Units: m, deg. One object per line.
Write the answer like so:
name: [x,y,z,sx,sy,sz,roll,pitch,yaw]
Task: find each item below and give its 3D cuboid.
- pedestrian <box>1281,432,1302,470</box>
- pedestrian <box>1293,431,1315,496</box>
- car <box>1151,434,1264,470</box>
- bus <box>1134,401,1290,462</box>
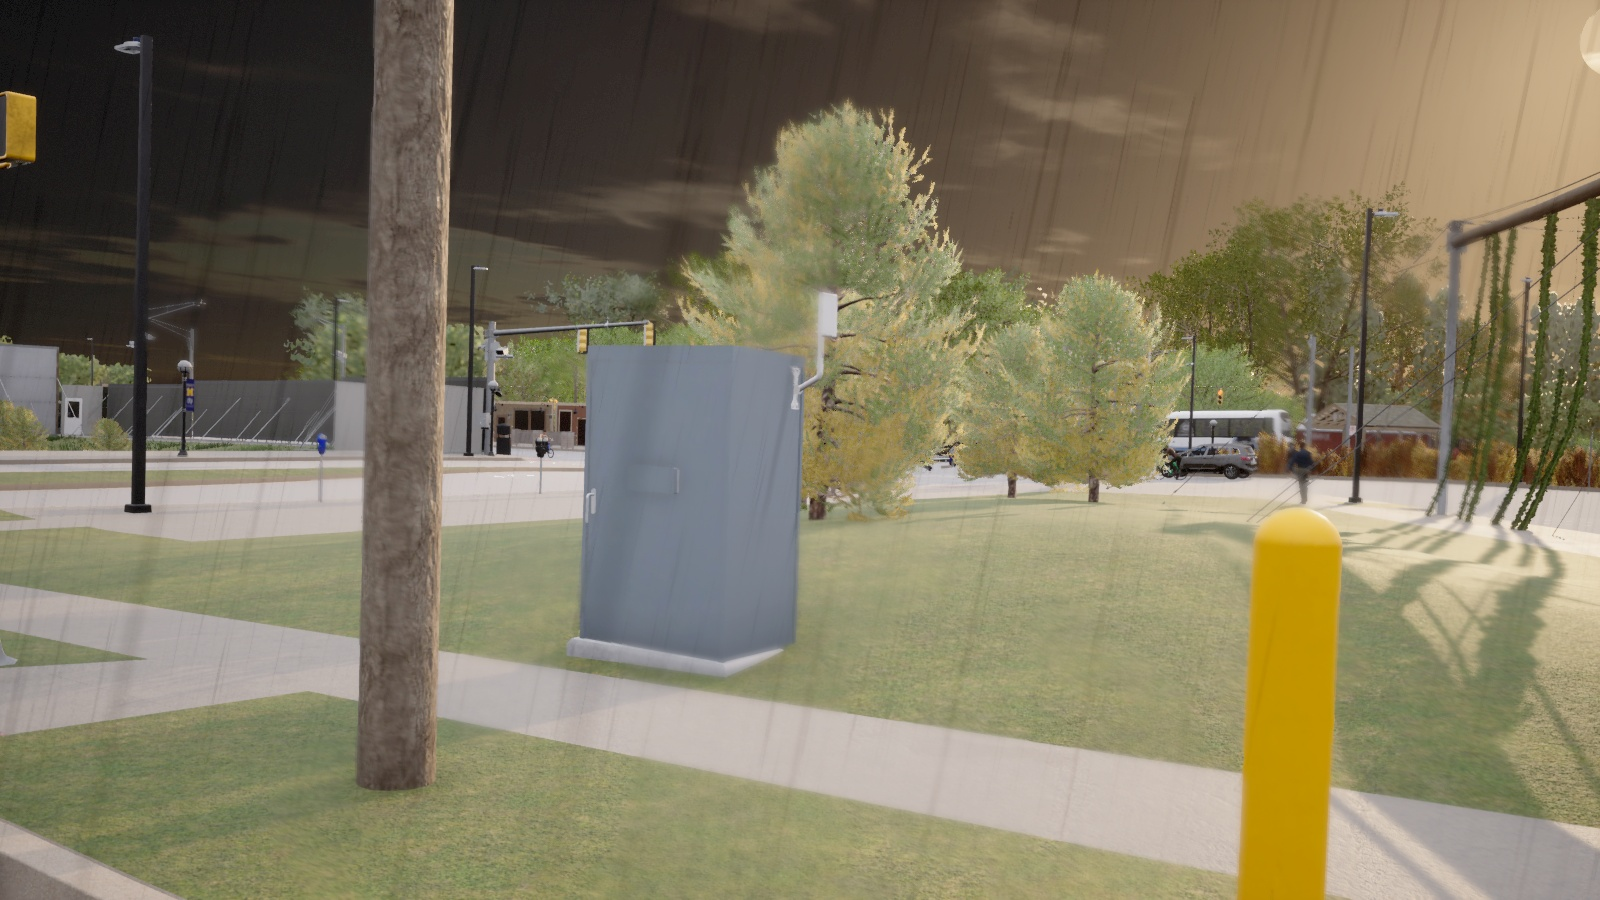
pedestrian: [24.985,0.045,63.806,0.849,1.883,0.563,2,2,35]
pedestrian: [14.567,0.372,36.305,0.370,1.835,0.726,1,2,8]
car: [19.300,0.091,59.530,4.611,1.667,2.242,0,1,34]
bus: [30.528,-1.319,93.280,10.273,4.253,3.944,0,1,35]
